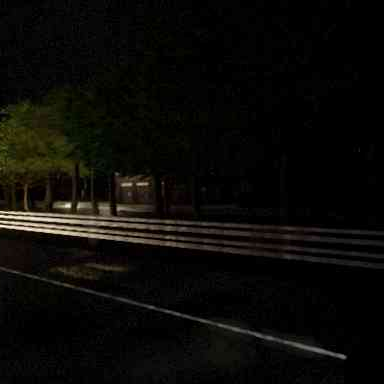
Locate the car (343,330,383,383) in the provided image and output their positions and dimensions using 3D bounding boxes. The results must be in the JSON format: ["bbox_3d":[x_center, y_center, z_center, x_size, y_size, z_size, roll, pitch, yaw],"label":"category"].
[{"bbox_3d":[3.410,1.457,1.561,5.008,1.535,1.882,-1,-1,36],"label":"car"}]
